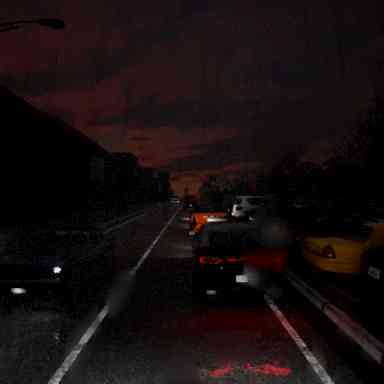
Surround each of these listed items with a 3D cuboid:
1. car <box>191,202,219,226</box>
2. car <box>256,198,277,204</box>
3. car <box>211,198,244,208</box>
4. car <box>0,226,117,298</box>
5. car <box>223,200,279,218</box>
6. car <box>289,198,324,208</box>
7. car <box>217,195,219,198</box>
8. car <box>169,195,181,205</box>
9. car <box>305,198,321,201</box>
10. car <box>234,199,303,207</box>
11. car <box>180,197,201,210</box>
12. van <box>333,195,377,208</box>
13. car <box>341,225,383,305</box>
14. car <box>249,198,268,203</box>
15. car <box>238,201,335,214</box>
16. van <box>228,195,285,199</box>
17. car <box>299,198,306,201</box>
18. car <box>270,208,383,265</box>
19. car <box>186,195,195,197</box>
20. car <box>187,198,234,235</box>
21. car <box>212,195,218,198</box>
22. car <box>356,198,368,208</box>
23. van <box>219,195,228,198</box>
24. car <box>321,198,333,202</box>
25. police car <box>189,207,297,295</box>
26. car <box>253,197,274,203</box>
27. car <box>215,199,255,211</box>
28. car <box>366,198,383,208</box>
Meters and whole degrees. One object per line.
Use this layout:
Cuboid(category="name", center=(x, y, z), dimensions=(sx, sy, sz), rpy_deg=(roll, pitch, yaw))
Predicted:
Cuboid(category="car", center=(0.881, 1.566, 24.783), dimensions=(1.837, 1.490, 4.892), rpy_deg=(0, 0, 0))
Cuboid(category="car", center=(18.377, 2.133, 82.181), dimensions=(4.674, 1.452, 2.002), rpy_deg=(0, -1, 0))
Cuboid(category="car", center=(5.394, 1.680, 50.892), dimensions=(4.892, 1.521, 2.231), rpy_deg=(0, -1, 0))
Cuboid(category="car", center=(-3.380, 1.612, 8.662), dimensions=(1.895, 1.301, 4.718), rpy_deg=(0, 0, 0))
Cuboid(category="car", center=(5.474, 1.556, 31.273), dimensions=(4.892, 1.521, 2.231), rpy_deg=(0, 0, 0))
Cuboid(category="car", center=(18.466, 1.708, 53.699), dimensions=(5.008, 1.535, 2.097), rpy_deg=(0, -1, 0))
Cuboid(category="car", center=(5.422, 1.452, 36.882), dimensions=(4.553, 1.767, 2.185), rpy_deg=(0, 0, 0))
Cuboid(category="car", center=(-3.525, 1.692, 70.096), dimensions=(2.150, 2.045, 5.566), rpy_deg=(0, -1, 0))
Cuboid(category="car", center=(18.502, 1.669, 45.344), dimensions=(4.674, 1.452, 2.002), rpy_deg=(0, 0, 0))
Cuboid(category="car", center=(5.503, 1.531, 25.667), dimensions=(5.008, 1.535, 2.097), rpy_deg=(0, 0, 0))
Cuboid(category="car", center=(-0.145, 1.715, 44.830), dimensions=(1.994, 1.385, 4.181), rpy_deg=(0, 0, 1))
Cuboid(category="van", center=(18.649, 1.352, 36.997), dimensions=(4.442, 1.987, 1.878), rpy_deg=(0, 0, 0))
Cuboid(category="car", center=(5.642, 1.508, 6.048), dimensions=(4.792, 1.488, 2.163), rpy_deg=(0, 0, 0))
Cuboid(category="car", center=(18.344, 2.266, 91.878), dimensions=(4.674, 1.452, 2.002), rpy_deg=(0, -1, 0))
Cuboid(category="car", center=(5.534, 1.509, 20.056), dimensions=(4.892, 1.521, 2.231), rpy_deg=(0, 0, 0))
Cuboid(category="van", center=(5.610, 1.317, 28.472), dimensions=(4.442, 1.987, 1.878), rpy_deg=(0, 0, 0))
Cuboid(category="car", center=(18.495, 1.651, 48.131), dimensions=(5.008, 1.535, 2.097), rpy_deg=(0, -1, 0))
Cuboid(category="car", center=(5.578, 1.484, 11.651), dimensions=(5.008, 1.535, 2.097), rpy_deg=(0, 0, 0))
Cuboid(category="car", center=(-0.233, 1.554, 60.292), dimensions=(2.150, 2.045, 5.566), rpy_deg=(0, -1, 0))
Cuboid(category="car", center=(0.905, 1.388, 18.745), dimensions=(2.097, 1.767, 4.553), rpy_deg=(0, 0, 0))
Cuboid(category="car", center=(5.470, 1.341, 39.683), dimensions=(5.566, 2.045, 2.435), rpy_deg=(0, 0, 0))
Cuboid(category="car", center=(18.557, 1.595, 31.423), dimensions=(4.674, 1.452, 2.002), rpy_deg=(0, 0, 0))
Cuboid(category="van", center=(5.350, 1.340, 34.078), dimensions=(4.442, 1.987, 1.878), rpy_deg=(0, 0, 0))
Cuboid(category="car", center=(18.490, 1.467, 39.776), dimensions=(4.553, 1.767, 2.185), rpy_deg=(0, 0, 0))
Cuboid(category="police car", center=(0.944, 1.437, 8.864), dimensions=(1.930, 1.638, 5.238), rpy_deg=(0, 0, 0))
Cuboid(category="car", center=(18.374, 2.136, 85.330), dimensions=(5.008, 1.535, 2.097), rpy_deg=(0, -1, 0))
Cuboid(category="car", center=(5.436, 1.609, 42.487), dimensions=(4.892, 1.521, 2.231), rpy_deg=(0, 0, 0))
Cuboid(category="car", center=(18.387, 1.541, 28.638), dimensions=(5.366, 1.575, 1.946), rpy_deg=(0, 0, 0))
